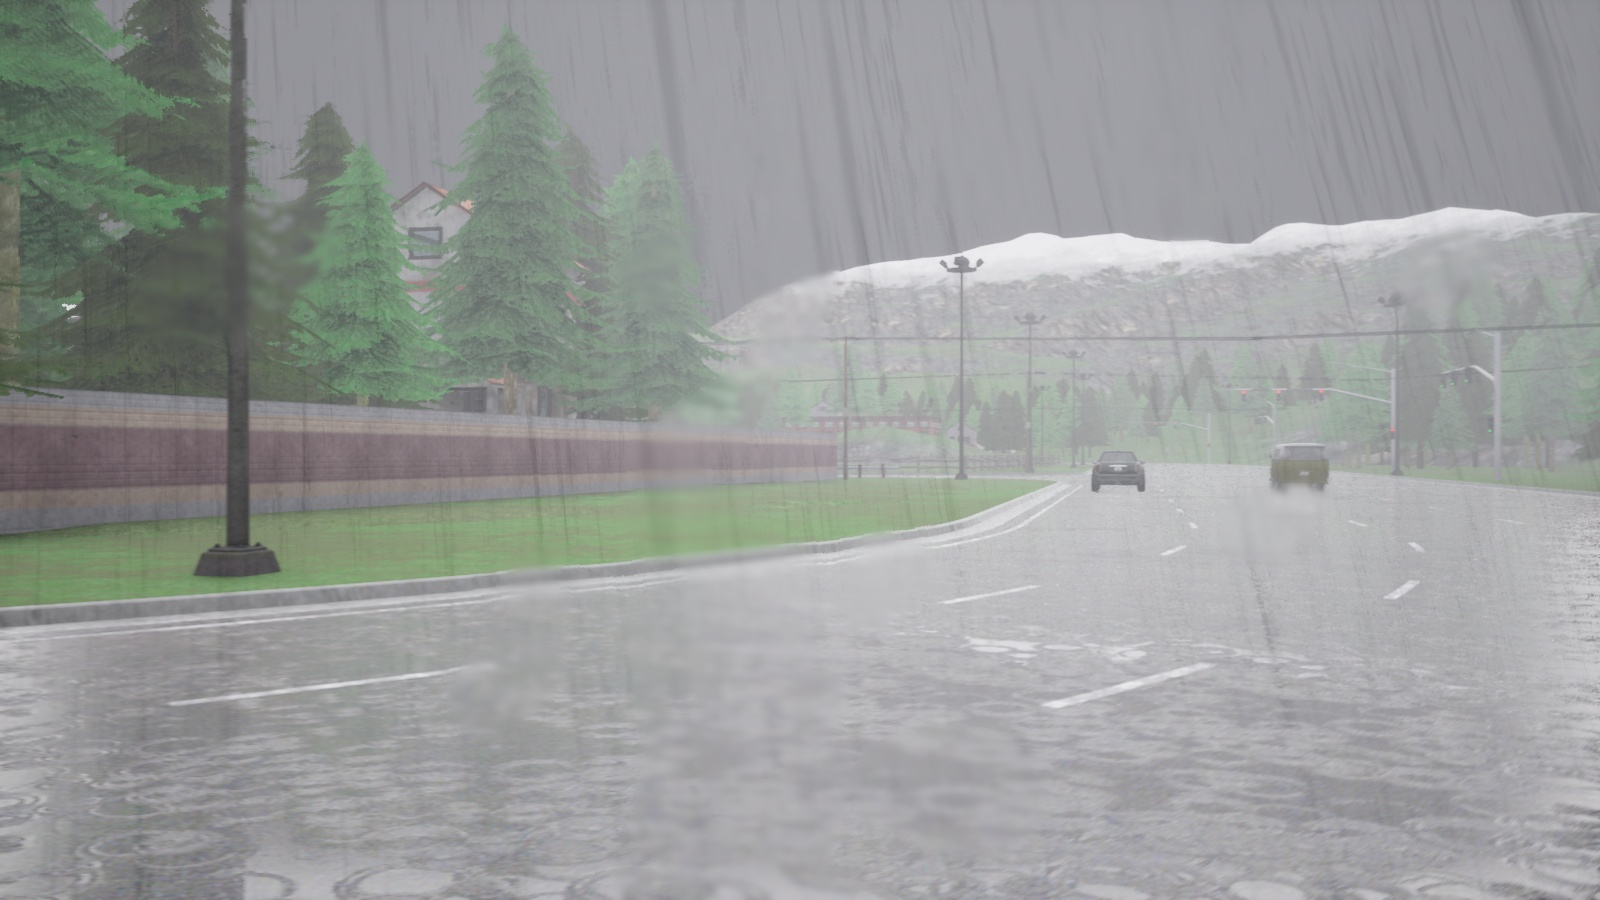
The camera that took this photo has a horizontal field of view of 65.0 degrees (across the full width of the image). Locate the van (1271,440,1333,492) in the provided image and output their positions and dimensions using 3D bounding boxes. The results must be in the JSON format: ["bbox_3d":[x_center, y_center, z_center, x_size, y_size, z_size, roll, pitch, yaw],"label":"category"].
[{"bbox_3d":[20.054,0.610,50.348,1.775,1.987,4.442,0,0,15],"label":"van"}]

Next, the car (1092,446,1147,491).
[{"bbox_3d":[13.225,0.739,51.906,2.097,1.767,4.553,0,0,15],"label":"car"}]
